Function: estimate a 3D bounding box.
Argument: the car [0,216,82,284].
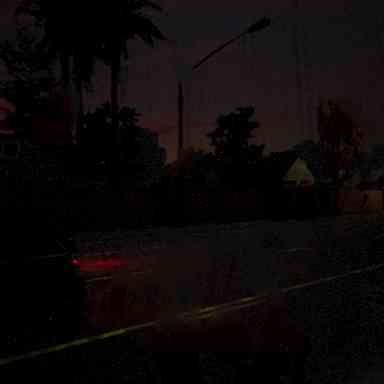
[{"bbox_3d":[-5.586,1.508,8.607,4.892,1.490,1.837,1,0,-36],"label":"car"}]

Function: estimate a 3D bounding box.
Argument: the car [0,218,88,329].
[{"bbox_3d":[-4.157,1.351,5.327,4.553,1.767,2.097,0,0,-36],"label":"car"}]
